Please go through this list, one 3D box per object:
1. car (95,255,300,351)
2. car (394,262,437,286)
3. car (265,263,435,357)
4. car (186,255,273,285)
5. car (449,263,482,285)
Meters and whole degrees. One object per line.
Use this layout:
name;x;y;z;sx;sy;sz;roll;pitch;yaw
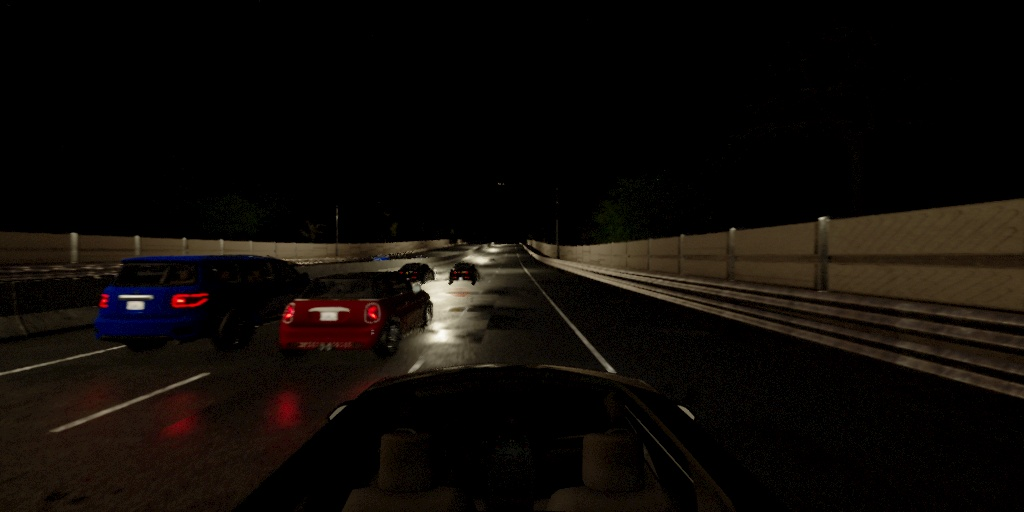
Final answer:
car;-6.898;1.010;9.257;2.150;2.045;5.566;0;0;0
car;-6.896;1.231;26.176;1.837;1.490;4.892;0;1;0
car;-3.399;1.139;8.790;2.097;1.767;4.553;0;0;0
car;-21.087;0.937;27.158;2.150;2.045;5.566;0;1;0
car;-3.396;1.232;26.146;1.837;1.490;4.892;0;1;0
